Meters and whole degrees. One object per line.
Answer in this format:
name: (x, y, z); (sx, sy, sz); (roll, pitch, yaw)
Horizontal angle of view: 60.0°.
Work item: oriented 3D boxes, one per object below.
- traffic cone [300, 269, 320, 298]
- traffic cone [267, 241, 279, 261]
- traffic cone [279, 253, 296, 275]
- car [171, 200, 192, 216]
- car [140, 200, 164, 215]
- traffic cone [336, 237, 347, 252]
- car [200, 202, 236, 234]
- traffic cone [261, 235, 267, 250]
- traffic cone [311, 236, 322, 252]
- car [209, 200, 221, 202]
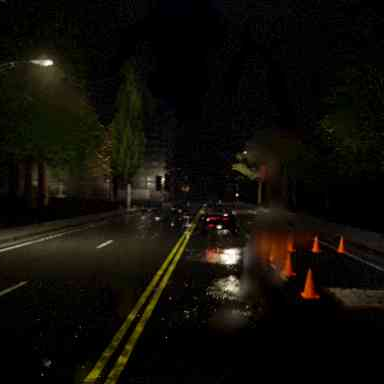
traffic cone: (2.620, 2.010, 7.398); (0.340, 0.580, 0.340); (1, 0, 3)
traffic cone: (2.853, 2.026, 11.391); (0.340, 0.580, 0.340); (1, 0, 3)
traffic cone: (2.736, 2.018, 9.395); (0.340, 0.580, 0.340); (1, 0, 3)
car: (-1.025, 1.641, 34.468); (1.837, 1.490, 4.892); (1, 0, 3)
car: (-4.192, 1.629, 35.965); (1.812, 1.442, 4.674); (1, 0, 3)
traffic cone: (5.963, 2.074, 13.214); (0.340, 0.580, 0.340); (1, 0, 3)
car: (1.588, 1.594, 19.992); (1.837, 1.490, 4.892); (1, 0, 3)
traffic cone: (2.969, 2.034, 13.388); (0.340, 0.580, 0.340); (1, 0, 3)
traffic cone: (4.965, 2.060, 13.272); (0.340, 0.580, 0.340); (1, 0, 3)
car: (2.705, 1.728, 39.188); (1.837, 1.490, 4.892); (1, 0, 3)
